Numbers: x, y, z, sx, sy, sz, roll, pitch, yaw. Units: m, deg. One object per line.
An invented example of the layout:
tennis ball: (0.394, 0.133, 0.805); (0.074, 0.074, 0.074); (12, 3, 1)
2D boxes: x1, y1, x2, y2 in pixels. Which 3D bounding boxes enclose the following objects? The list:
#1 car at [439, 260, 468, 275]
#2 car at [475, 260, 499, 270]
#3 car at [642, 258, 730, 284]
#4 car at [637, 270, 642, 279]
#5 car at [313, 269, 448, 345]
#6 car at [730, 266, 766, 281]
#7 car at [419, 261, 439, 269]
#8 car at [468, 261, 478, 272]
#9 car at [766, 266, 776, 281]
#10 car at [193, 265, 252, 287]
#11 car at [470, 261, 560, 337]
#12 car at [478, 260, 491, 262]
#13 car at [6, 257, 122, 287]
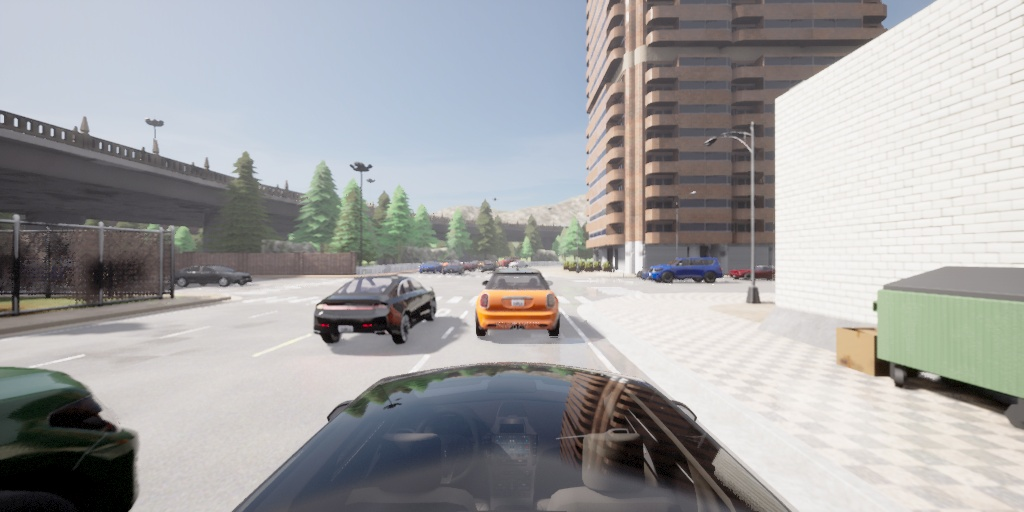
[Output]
car: (-6.670, 1.478, 41.382); (1.994, 1.385, 4.181); (0, 0, 2)
car: (-4.101, 1.468, 59.578); (1.882, 1.535, 5.008); (0, -1, 23)
car: (13.869, 1.143, 28.831); (5.566, 2.045, 2.150); (0, 0, 1)
car: (13.464, 1.499, 32.349); (4.181, 1.385, 1.994); (0, 0, -1)
car: (-3.339, 1.274, 9.671); (2.128, 1.511, 4.902); (0, 0, 0)
car: (22.224, 1.537, 32.243); (4.718, 1.301, 1.895); (0, 0, 1)
car: (-10.027, 1.405, 44.560); (1.882, 1.535, 5.008); (0, 0, 3)
car: (-6.327, 1.552, 50.135); (1.895, 1.301, 4.718); (0, 0, 5)
car: (23.549, 1.447, 28.720); (4.674, 1.442, 1.812); (0, 0, 1)
car: (-21.244, 1.406, 25.481); (4.892, 1.490, 1.837); (0, 0, 1)
car: (0.157, 1.138, 10.606); (2.097, 1.767, 4.553); (0, 0, 1)
car: (-2.893, 1.434, 47.966); (2.128, 1.511, 4.902); (0, 0, 3)
car: (-31.800, 1.123, 25.587); (5.566, 2.045, 2.150); (0, 0, 0)
